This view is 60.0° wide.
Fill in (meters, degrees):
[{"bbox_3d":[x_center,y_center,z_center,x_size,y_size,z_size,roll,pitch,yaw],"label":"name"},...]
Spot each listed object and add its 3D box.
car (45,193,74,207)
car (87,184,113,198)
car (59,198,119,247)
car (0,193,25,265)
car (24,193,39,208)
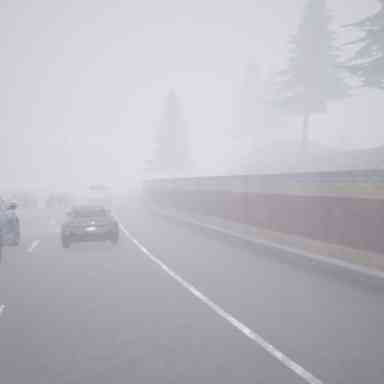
[{"bbox_3d":[-12.626,0.711,32.107,1.895,1.301,4.718,-2,2,-10],"label":"car"},{"bbox_3d":[-9.501,0.180,34.451,2.150,2.045,5.566,-2,2,-9],"label":"car"},{"bbox_3d":[-4.089,1.166,13.198,1.994,1.385,4.181,-2,2,-19],"label":"car"},{"bbox_3d":[-6.697,0.996,9.946,2.150,2.045,5.566,-2,2,-20],"label":"car"},{"bbox_3d":[-16.026,0.772,31.449,1.994,1.385,4.181,-2,2,-10],"label":"car"}]
